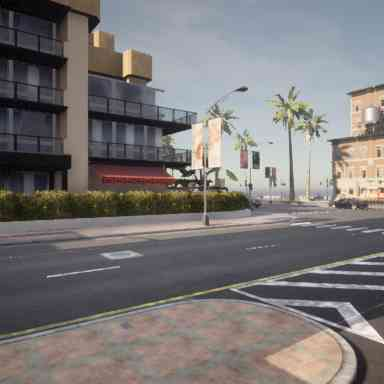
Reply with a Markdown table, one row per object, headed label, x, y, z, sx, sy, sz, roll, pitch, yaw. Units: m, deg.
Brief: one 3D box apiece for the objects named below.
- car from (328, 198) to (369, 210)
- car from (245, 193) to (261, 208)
| label | x | y | z | sx | sy | sz | roll | pitch | yaw |
| --- | --- | --- | --- | --- | --- | --- | --- | --- | --- |
| car | 19.977 | 1.505 | 42.681 | 1.837 | 1.490 | 4.892 | 0 | 0 | -35 |
| car | 7.430 | 1.221 | 48.080 | 2.150 | 2.045 | 5.566 | 0 | 0 | -35 |
